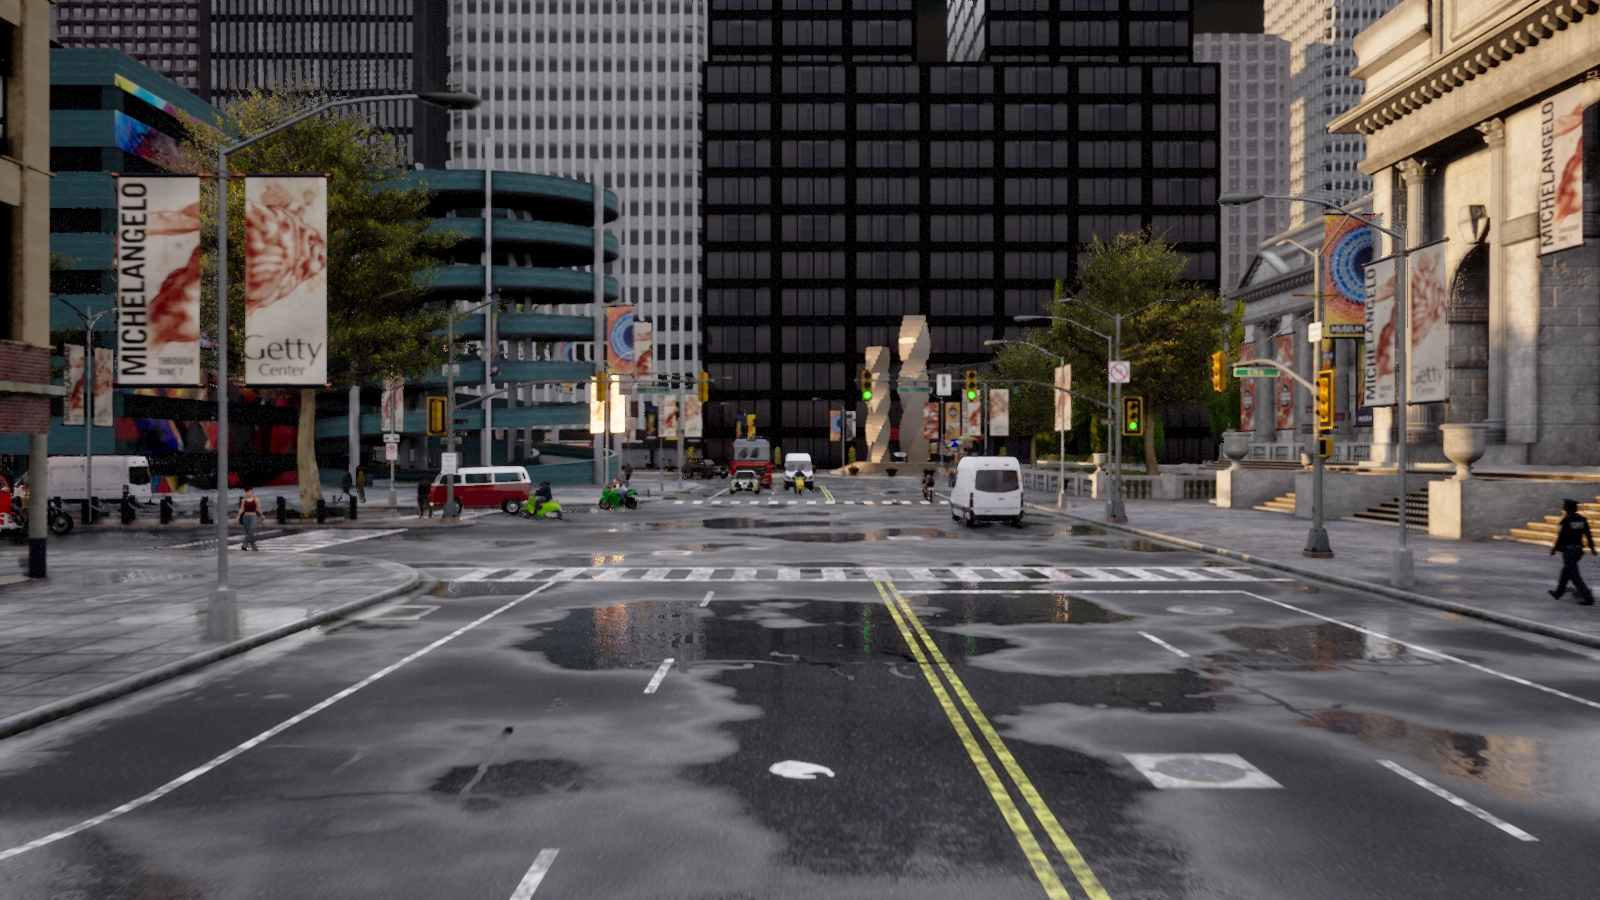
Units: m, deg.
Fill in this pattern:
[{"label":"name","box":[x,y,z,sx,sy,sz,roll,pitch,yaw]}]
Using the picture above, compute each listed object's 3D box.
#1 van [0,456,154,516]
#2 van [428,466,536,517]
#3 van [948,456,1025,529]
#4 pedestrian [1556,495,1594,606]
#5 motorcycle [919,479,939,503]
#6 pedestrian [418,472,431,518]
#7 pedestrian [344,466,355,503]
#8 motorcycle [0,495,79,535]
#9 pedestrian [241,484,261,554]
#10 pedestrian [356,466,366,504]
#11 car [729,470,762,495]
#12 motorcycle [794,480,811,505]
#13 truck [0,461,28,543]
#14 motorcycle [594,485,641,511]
[{"label":"van","box":[-31.571,1.540,49.645,5.915,2.561,1.988,0,0,0]},{"label":"van","box":[-14.051,1.780,50.397,4.480,2.038,2.069,-1,0,-18]},{"label":"van","box":[6.998,1.539,43.498,1.988,2.561,5.915,0,0,0]},{"label":"pedestrian","box":[13.173,1.699,19.419,0.375,1.860,0.375,0,0,-7]},{"label":"motorcycle","box":[7.006,2.212,62.202,0.867,1.251,2.209,0,0,0]},{"label":"pedestrian","box":[-15.520,1.854,47.205,0.375,1.860,0.375,0,0,38]},{"label":"pedestrian","box":[-22.358,1.703,56.698,0.375,1.860,0.375,0,0,6]},{"label":"motorcycle","box":[-25.495,2.174,38.171,2.356,1.277,0.764,0,0,0]},{"label":"pedestrian","box":[-14.788,1.852,30.791,0.375,1.860,0.375,0,0,-4]},{"label":"pedestrian","box":[-21.657,1.703,56.381,0.375,1.860,0.375,0,0,-3]},{"label":"car","box":[-3.533,2.073,73.989,1.970,1.475,3.806,0,0,0]},{"label":"motorcycle","box":[0.110,2.189,58.988,0.856,1.236,1.805,0,0,0]},{"label":"truck","box":[-26.914,1.569,34.669,5.204,2.467,2.627,0,0,0]},{"label":"motorcycle","box":[-8.469,2.219,53.038,2.033,1.145,0.803,0,0,-38]}]
